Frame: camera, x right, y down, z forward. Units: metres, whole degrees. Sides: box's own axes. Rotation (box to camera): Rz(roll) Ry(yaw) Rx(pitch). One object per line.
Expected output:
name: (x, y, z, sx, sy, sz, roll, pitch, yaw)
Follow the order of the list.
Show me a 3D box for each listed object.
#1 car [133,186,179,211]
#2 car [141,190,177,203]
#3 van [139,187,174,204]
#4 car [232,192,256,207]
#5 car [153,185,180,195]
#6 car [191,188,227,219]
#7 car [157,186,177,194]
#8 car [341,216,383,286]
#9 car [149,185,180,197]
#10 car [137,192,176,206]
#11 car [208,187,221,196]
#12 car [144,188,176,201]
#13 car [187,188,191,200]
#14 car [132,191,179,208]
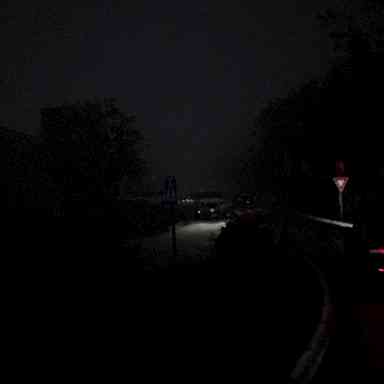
car: (-4.415, 0.817, 34.980, 5.566, 2.045, 2.435, -4, 2, -22)
car: (-4.959, 0.612, 50.008, 5.008, 1.535, 2.097, -4, 2, -22)
van: (-4.974, 0.486, 46.954, 4.442, 1.987, 1.878, -4, 2, -22)
car: (5.151, 0.683, 33.469, 1.812, 1.442, 4.674, -3, 2, -2)
car: (-5.943, -0.436, 77.023, 5.566, 2.045, 2.435, -5, 2, -22)
car: (1.311, 0.822, 25.663, 2.150, 2.045, 5.566, -3, 2, -1)
car: (-6.194, -0.475, 82.994, 4.553, 1.767, 2.185, -4, 2, -22)
car: (5.191, 1.378, 8.818, 2.128, 1.511, 4.902, -2, 0, 20)
car: (-5.611, -0.179, 68.016, 5.566, 2.045, 2.435, -4, 2, -22)
car: (-4.741, 0.834, 44.013, 4.674, 1.452, 2.002, -4, 2, -22)
car: (4.078, -0.097, 60.626, 1.994, 1.385, 4.181, -3, 2, -2)
car: (-5.119, 0.398, 53.002, 4.553, 1.767, 2.185, -4, 2, -22)
car: (0.252, 0.165, 51.710, 2.097, 1.767, 4.553, -3, 2, -2)
car: (-4.448, 0.868, 41.080, 5.366, 1.575, 1.946, -4, 2, -22)
